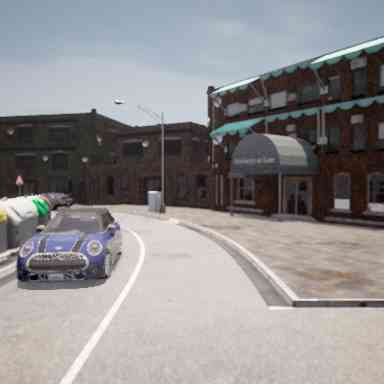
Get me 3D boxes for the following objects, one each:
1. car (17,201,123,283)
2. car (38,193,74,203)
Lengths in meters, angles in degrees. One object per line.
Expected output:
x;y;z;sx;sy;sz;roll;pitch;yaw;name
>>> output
-3.325;1.332;9.870;2.097;1.767;4.553;0;1;-5;car
-12.614;0.831;29.375;4.902;1.511;2.128;0;2;28;car
